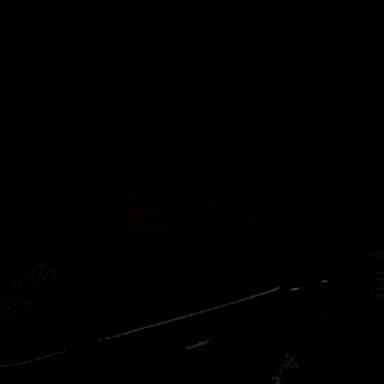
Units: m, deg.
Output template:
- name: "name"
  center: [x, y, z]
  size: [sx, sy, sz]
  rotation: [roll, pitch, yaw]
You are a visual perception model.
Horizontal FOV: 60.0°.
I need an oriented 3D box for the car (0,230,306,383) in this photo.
- name: "car"
  center: [-0.960, 1.354, 3.313]
  size: [4.553, 1.767, 2.097]
  rotation: [0, 0, -36]
